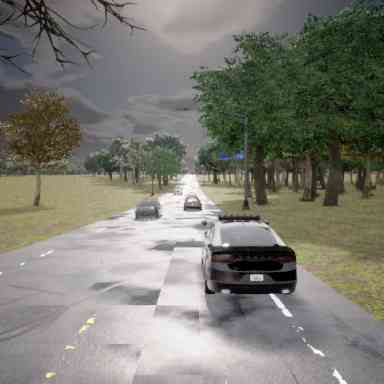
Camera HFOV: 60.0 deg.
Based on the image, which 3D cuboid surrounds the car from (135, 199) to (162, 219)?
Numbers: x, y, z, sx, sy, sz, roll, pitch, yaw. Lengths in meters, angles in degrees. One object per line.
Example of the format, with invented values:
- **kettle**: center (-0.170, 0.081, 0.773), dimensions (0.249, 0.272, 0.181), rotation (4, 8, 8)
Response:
- **car**: center (-3.494, 1.350, 27.375), dimensions (1.837, 1.490, 4.892), rotation (0, 1, 0)

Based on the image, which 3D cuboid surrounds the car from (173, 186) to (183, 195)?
- **car**: center (-3.482, -0.327, 83.699), dimensions (2.150, 2.045, 5.566), rotation (0, 2, 0)

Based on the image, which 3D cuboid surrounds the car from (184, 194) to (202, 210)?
- **car**: center (0.079, 1.266, 37.031), dimensions (1.994, 1.385, 4.181), rotation (0, 1, 0)

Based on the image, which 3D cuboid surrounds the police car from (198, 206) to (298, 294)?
- **police car**: center (1.227, 1.411, 8.878), dimensions (1.930, 1.638, 5.238), rotation (0, 0, 0)

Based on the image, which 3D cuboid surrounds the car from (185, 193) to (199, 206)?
- **car**: center (0.037, 0.991, 46.989), dimensions (1.882, 1.535, 5.008), rotation (0, 1, 1)
